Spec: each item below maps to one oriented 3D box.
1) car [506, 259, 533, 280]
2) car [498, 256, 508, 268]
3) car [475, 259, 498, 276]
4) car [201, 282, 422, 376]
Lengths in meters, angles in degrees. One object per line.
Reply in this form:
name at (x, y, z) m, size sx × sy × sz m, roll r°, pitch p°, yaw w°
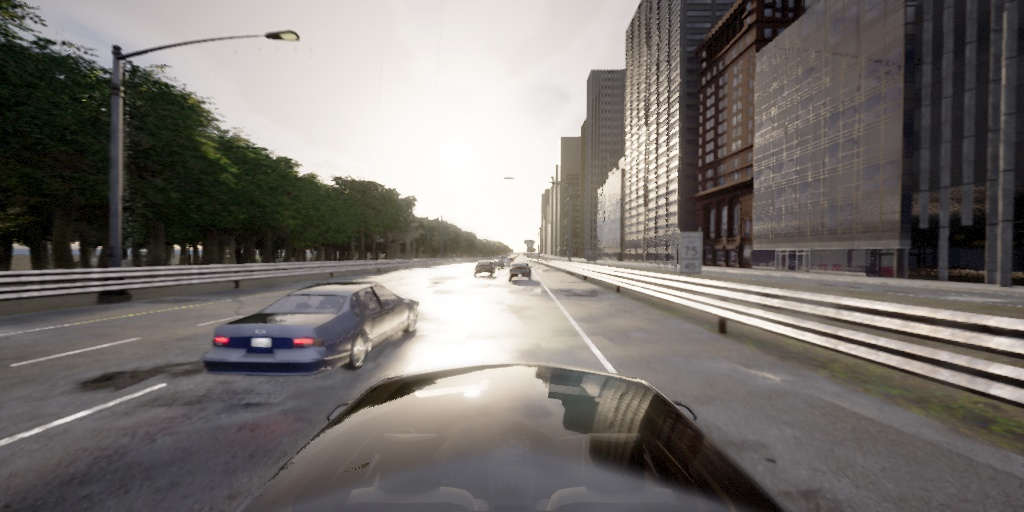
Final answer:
car at (0.695, 1.252, 30.749) m, size 1.837 × 1.490 × 4.892 m, roll 1°, pitch 0°, yaw 1°
car at (-2.272, 1.223, 59.223) m, size 2.128 × 1.511 × 4.902 m, roll 0°, pitch 0°, yaw 1°
car at (-2.753, 1.221, 37.234) m, size 1.837 × 1.490 × 4.892 m, roll 1°, pitch 0°, yaw 1°
car at (-3.477, 1.267, 7.568) m, size 2.033 × 1.411 × 5.357 m, roll 0°, pitch 0°, yaw 1°
